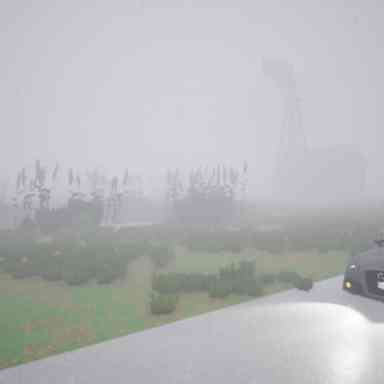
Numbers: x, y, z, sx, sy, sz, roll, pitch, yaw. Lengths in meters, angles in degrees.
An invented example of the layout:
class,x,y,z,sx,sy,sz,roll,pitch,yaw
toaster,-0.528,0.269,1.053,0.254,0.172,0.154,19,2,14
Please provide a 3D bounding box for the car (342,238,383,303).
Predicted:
class,x,y,z,sx,sy,sz,roll,pitch,yaw
car,5.100,1.502,7.144,4.181,1.385,1.994,0,0,-36
